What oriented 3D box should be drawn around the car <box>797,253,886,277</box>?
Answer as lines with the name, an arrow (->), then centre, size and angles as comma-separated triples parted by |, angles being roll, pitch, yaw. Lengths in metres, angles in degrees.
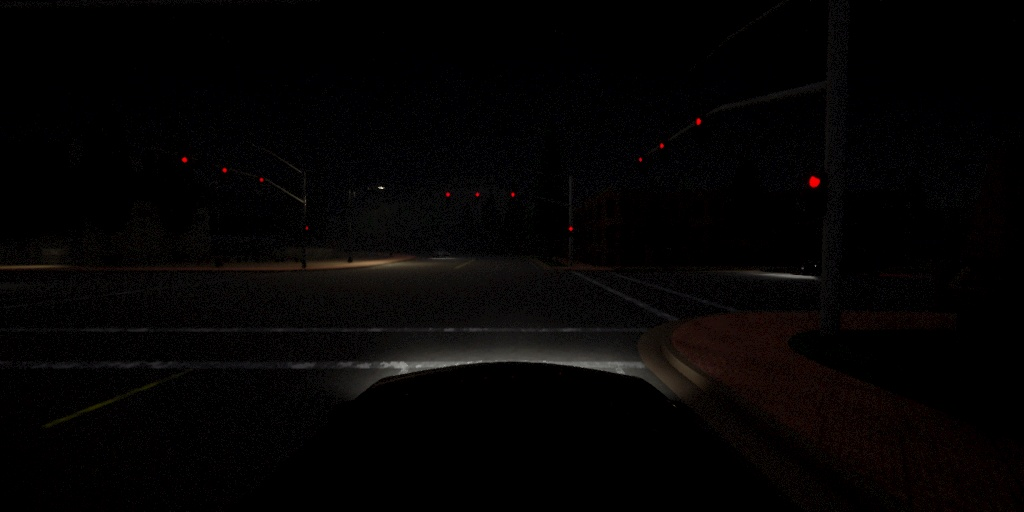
car -> 21.451, 0.544, 23.453 | 4.892, 1.490, 1.837 | 0, 2, 0

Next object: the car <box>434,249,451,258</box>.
car -> -10.655, -0.403, 54.714 | 1.812, 1.442, 4.674 | -1, 3, -22
